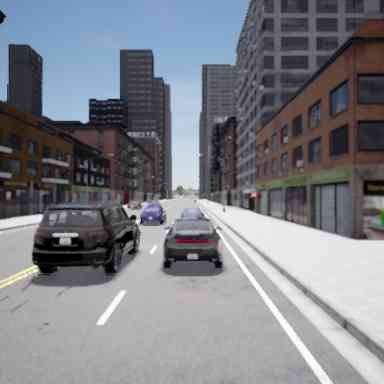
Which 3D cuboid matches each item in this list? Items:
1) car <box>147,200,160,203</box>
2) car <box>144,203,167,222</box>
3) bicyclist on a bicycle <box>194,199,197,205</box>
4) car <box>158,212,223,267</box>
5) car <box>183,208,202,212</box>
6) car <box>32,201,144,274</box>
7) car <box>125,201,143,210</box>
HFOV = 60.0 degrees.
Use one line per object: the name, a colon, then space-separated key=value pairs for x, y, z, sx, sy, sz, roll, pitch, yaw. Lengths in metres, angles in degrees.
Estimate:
car: x=-6.524 y=2.126 z=56.794 sx=2.097 sy=1.767 sz=4.553 roll=0 pitch=-1 yaw=0
car: x=-3.183 y=1.892 z=27.968 sx=1.812 sy=1.442 sz=4.674 roll=0 pitch=-1 yaw=1
bicyclist on a bicycle: x=0.954 y=2.763 z=92.900 sx=0.582 sy=1.620 sz=1.656 roll=0 pitch=-1 yaw=0
car: x=0.045 y=1.659 z=11.903 sx=1.837 sy=1.490 sz=4.892 roll=0 pitch=-2 yaw=1
car: x=0.035 y=1.877 z=25.133 sx=2.033 sy=1.411 sz=5.357 roll=0 pitch=-1 yaw=0
car: x=-3.213 y=1.371 z=11.180 sx=2.150 sy=2.045 sz=5.566 roll=0 pitch=0 yaw=1
car: x=-9.772 y=2.264 z=56.669 sx=2.128 sy=1.511 sz=4.902 roll=0 pitch=-1 yaw=1
